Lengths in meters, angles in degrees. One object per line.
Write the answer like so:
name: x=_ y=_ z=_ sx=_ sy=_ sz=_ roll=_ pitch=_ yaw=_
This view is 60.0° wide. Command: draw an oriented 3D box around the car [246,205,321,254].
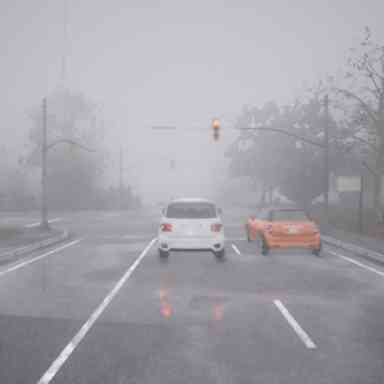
car: x=3.511 y=1.360 z=13.589 sx=2.097 sy=1.767 sz=4.553 roll=0 pitch=0 yaw=1

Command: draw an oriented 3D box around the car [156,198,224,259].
car: x=-0.002 y=1.233 z=12.730 sx=2.150 sy=2.045 sz=5.566 roll=0 pitch=0 yaw=0

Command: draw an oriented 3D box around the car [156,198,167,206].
car: x=-6.141 y=1.946 z=66.509 sx=1.882 sy=1.535 sz=5.008 roll=0 pitch=-1 yaw=-10
